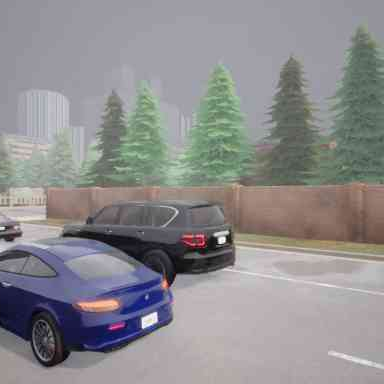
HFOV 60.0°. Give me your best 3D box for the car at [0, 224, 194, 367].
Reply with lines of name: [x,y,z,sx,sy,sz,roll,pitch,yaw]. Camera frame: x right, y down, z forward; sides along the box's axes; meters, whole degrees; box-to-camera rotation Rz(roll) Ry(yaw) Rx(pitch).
car: [-2.430,1.526,5.742,4.674,1.442,1.812,0,0,36]

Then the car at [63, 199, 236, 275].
car: [-1.471,1.221,9.355,5.566,2.045,2.150,0,0,36]

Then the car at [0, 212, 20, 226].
car: [-9.773,1.547,15.275,5.357,1.411,2.033,0,0,39]
